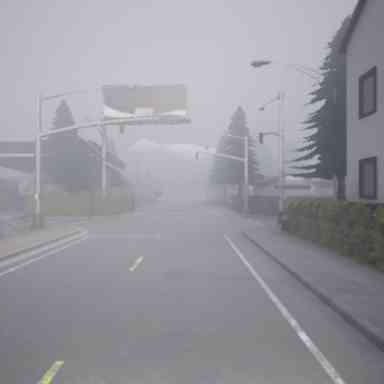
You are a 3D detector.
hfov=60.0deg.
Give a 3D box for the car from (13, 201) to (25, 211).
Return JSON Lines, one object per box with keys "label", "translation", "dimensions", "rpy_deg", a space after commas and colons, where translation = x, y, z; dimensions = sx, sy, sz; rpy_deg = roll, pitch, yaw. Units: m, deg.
{"label": "car", "translation": [-22.184, 1.758, 45.977], "dimensions": [4.611, 1.667, 2.242], "rpy_deg": [0, 0, 0]}
